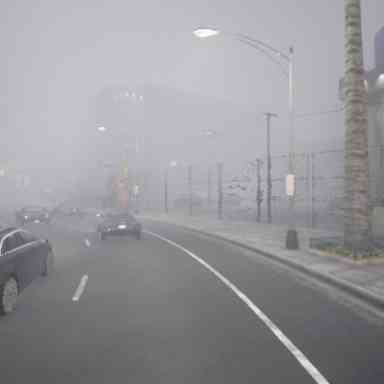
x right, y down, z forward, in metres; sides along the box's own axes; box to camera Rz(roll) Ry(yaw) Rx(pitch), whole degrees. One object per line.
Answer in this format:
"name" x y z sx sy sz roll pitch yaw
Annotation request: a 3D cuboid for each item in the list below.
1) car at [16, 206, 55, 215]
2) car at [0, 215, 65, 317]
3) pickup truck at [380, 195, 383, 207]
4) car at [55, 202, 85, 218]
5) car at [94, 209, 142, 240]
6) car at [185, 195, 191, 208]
"car" -11.409 1.654 23.757 1.895 1.301 4.718 0 0 -33
"car" -4.458 1.513 7.307 2.128 1.511 4.902 0 0 -10
"pickup truck" 15.227 0.999 23.819 6.274 2.098 2.390 0 0 -36
"car" -11.101 1.597 29.520 2.033 1.411 5.357 0 0 -34
"car" -3.911 1.579 17.190 1.994 1.385 4.181 0 0 -20
"car" -0.529 1.240 46.514 2.185 1.767 4.553 0 0 -36
